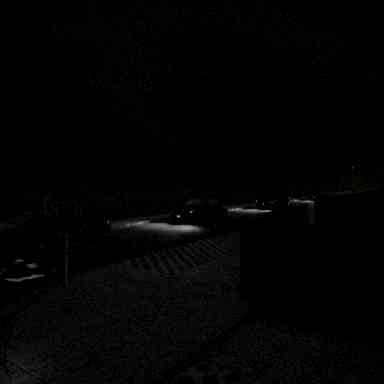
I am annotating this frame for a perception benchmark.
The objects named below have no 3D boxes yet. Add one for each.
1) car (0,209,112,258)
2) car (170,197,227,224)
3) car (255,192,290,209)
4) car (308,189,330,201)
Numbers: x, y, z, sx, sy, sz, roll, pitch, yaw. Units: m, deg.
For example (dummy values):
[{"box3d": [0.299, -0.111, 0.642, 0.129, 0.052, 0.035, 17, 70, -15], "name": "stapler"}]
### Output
[{"box3d": [-5.543, 1.355, 12.445, 2.033, 1.411, 5.357, 0, 1, 35], "name": "car"}, {"box3d": [0.568, 1.071, 21.028, 1.812, 1.442, 4.674, 0, 1, 36], "name": "car"}, {"box3d": [7.544, 0.737, 30.812, 1.837, 1.490, 4.892, 0, 2, 36], "name": "car"}, {"box3d": [16.584, 0.330, 43.385, 1.837, 1.490, 4.892, 0, 1, 36], "name": "car"}]
